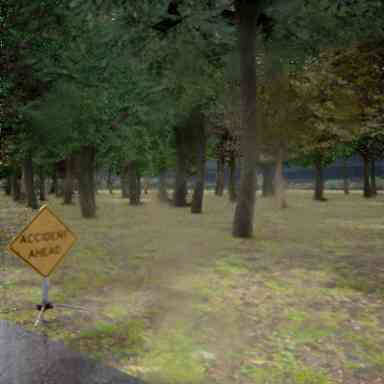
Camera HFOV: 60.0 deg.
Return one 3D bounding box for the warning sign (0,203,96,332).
[{"bbox_3d":[-2.536,1.139,5.742,1.060,1.860,1.300,0,0,36],"label":"warning sign"}]
